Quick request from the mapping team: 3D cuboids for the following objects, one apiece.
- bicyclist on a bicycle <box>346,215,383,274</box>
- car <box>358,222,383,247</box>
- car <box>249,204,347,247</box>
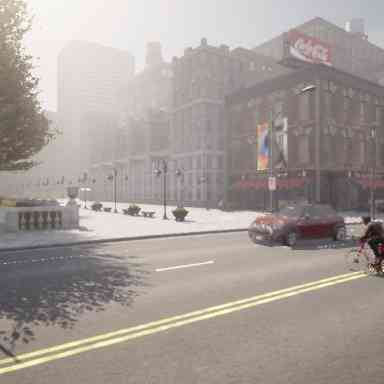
[{"bbox_3d":[4.837,1.455,8.862,0.582,1.620,1.656,0,-2,-32],"label":"bicyclist on a bicycle"},{"bbox_3d":[9.410,1.547,13.731,5.357,1.411,2.033,0,0,-25],"label":"car"},{"bbox_3d":[4.809,1.352,15.122,4.553,1.767,2.097,0,0,-28],"label":"car"}]
